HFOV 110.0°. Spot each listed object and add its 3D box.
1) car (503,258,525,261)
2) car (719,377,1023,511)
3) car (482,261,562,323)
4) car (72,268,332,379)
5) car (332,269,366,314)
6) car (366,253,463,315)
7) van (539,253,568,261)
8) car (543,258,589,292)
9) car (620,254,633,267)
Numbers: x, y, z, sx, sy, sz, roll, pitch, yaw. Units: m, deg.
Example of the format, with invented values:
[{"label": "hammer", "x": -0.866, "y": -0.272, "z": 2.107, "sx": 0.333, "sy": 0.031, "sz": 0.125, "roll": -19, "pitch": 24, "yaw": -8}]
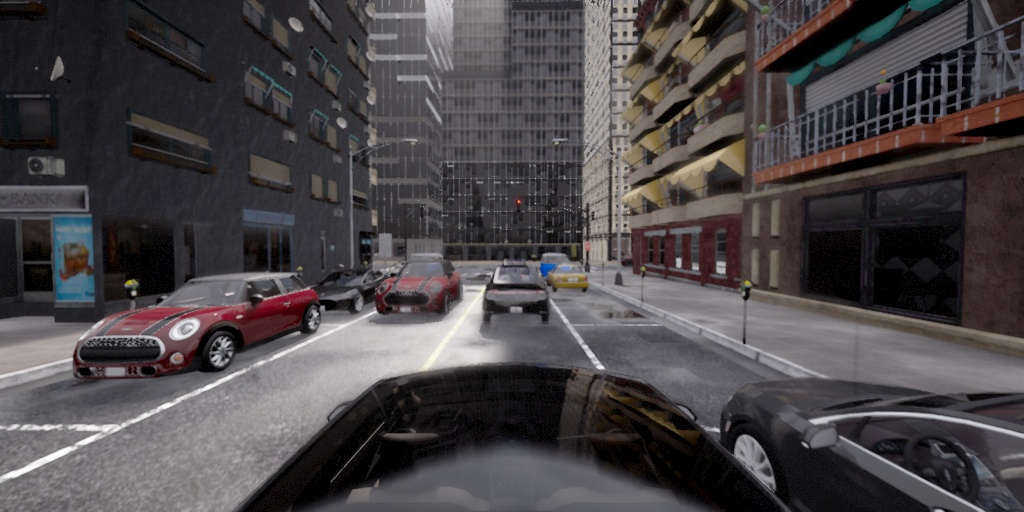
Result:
[{"label": "car", "x": 0.152, "y": 0.890, "z": 22.344, "sx": 2.128, "sy": 1.511, "sz": 4.902, "roll": 0, "pitch": 1, "yaw": 1}, {"label": "car", "x": 2.686, "y": 1.304, "z": 1.468, "sx": 2.007, "sy": 1.370, "sz": 4.403, "roll": 0, "pitch": 0, "yaw": 0}, {"label": "car", "x": 0.121, "y": 1.078, "z": 11.295, "sx": 2.128, "sy": 1.511, "sz": 4.902, "roll": 0, "pitch": 1, "yaw": 0}, {"label": "car", "x": -5.671, "y": 1.099, "z": 7.134, "sx": 1.967, "sy": 1.591, "sz": 4.097, "roll": 0, "pitch": 0, "yaw": 0}, {"label": "car", "x": -5.646, "y": 1.129, "z": 12.734, "sx": 1.948, "sy": 1.339, "sz": 4.313, "roll": 0, "pitch": 0, "yaw": 0}, {"label": "car", "x": -3.048, "y": 0.917, "z": 12.588, "sx": 2.097, "sy": 1.767, "sz": 4.553, "roll": 0, "pitch": 1, "yaw": 0}, {"label": "van", "x": 2.783, "y": 0.713, "z": 23.871, "sx": 1.690, "sy": 1.789, "sz": 3.998, "roll": 0, "pitch": 0, "yaw": 0}, {"label": "car", "x": 2.759, "y": 0.993, "z": 18.440, "sx": 1.751, "sy": 1.417, "sz": 4.829, "roll": 0, "pitch": 0, "yaw": 0}, {"label": "car", "x": 15.410, "y": 0.387, "z": 43.153, "sx": 5.009, "sy": 1.841, "sz": 2.192, "roll": 0, "pitch": 0, "yaw": 1}]
